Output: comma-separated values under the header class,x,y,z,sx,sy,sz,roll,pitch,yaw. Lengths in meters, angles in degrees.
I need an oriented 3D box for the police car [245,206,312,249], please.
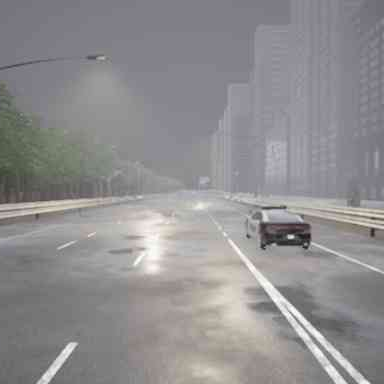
class,x,y,z,sx,sy,sz,roll,pitch,yaw
police car,3.542,1.418,14.582,1.930,1.638,5.238,0,0,-1
